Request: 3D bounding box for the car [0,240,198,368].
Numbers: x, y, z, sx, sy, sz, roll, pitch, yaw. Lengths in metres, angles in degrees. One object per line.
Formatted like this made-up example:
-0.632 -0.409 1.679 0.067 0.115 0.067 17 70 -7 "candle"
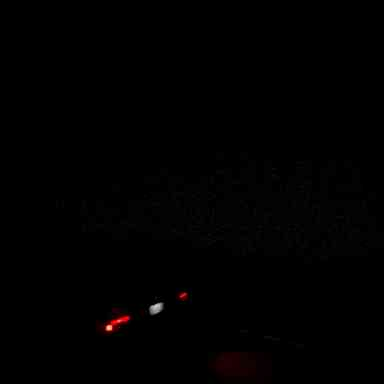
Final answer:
-2.486 1.580 5.823 5.357 1.411 2.033 0 0 36 "car"
